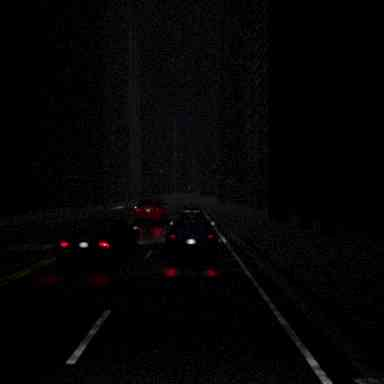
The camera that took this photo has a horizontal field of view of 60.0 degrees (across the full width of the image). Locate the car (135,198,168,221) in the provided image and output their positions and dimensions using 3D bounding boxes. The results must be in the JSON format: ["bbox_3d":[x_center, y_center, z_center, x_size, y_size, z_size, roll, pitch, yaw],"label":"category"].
[{"bbox_3d":[-3.267,1.476,27.586,2.150,2.045,5.566,0,0,0],"label":"car"}]

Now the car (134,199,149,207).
[{"bbox_3d":[-9.823,2.076,65.321,2.033,1.411,5.357,0,0,0],"label":"car"}]

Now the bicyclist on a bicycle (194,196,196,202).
[{"bbox_3d":[0.804,2.121,87.354,0.582,1.620,1.656,0,-1,0],"label":"bicyclist on a bicycle"}]

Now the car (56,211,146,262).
[{"bbox_3d":[-3.252,1.665,12.526,2.033,1.411,5.357,0,0,0],"label":"car"}]

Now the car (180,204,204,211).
[{"bbox_3d":[-0.005,1.752,28.508,2.128,1.511,4.902,0,0,0],"label":"car"}]

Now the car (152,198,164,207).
[{"bbox_3d":[-6.579,2.008,65.317,1.882,1.535,5.008,0,0,0],"label":"car"}]

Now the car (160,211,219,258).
[{"bbox_3d":[0.007,1.690,13.426,1.994,1.385,4.181,0,0,1],"label":"car"}]
